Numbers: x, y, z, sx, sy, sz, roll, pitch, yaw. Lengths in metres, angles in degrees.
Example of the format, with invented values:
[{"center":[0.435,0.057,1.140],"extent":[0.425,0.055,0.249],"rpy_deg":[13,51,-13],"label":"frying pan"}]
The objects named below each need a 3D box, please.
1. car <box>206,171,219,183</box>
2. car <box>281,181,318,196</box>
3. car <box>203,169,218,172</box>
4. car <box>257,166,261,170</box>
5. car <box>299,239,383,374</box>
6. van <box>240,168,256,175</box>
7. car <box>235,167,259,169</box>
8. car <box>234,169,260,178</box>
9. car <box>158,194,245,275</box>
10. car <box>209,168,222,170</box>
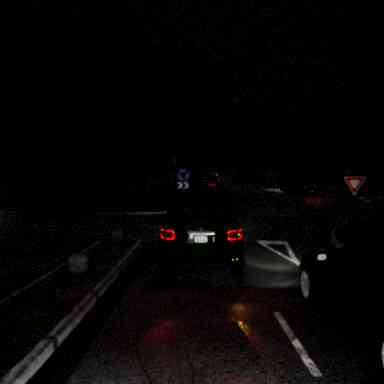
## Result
[{"center":[3.658,-2.546,61.798],"extent":[1.837,1.490,4.892],"rpy_deg":[0,5,1],"label":"car"},{"center":[11.552,-0.465,36.055],"extent":[2.128,1.511,4.902],"rpy_deg":[-1,4,-16],"label":"car"},{"center":[4.114,-3.521,71.982],"extent":[1.882,1.535,5.008],"rpy_deg":[1,5,9],"label":"car"},{"center":[14.001,-4.998,84.601],"extent":[5.566,2.045,2.435],"rpy_deg":[1,6,10],"label":"car"},{"center":[3.161,1.448,5.037],"extent":[1.882,1.535,5.008],"rpy_deg":[0,1,0],"label":"car"},{"center":[15.516,-5.749,92.476],"extent":[4.442,1.987,1.878],"rpy_deg":[1,6,11],"label":"van"},{"center":[13.115,-4.353,79.208],"extent":[4.553,1.767,2.185],"rpy_deg":[1,6,9],"label":"car"},{"center":[12.631,-3.970,76.520],"extent":[4.892,1.521,2.231],"rpy_deg":[1,5,9],"label":"car"},{"center":[0.324,1.050,10.185],"extent":[2.150,2.045,5.566],"rpy_deg":[0,2,3],"label":"car"},{"center":[5.620,-4.463,81.887],"extent":[1.882,1.535,5.008],"rpy_deg":[1,6,9],"label":"car"}]
